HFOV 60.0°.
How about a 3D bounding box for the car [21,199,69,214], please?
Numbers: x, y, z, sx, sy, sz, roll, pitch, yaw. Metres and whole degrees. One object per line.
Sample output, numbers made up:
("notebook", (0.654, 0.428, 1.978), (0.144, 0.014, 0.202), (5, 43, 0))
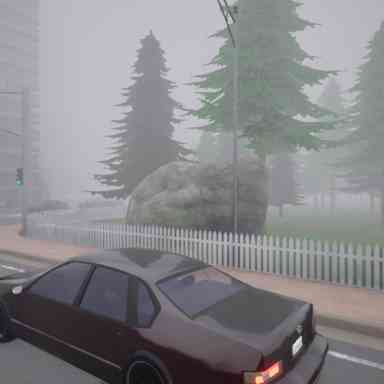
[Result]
("car", (-15.235, 1.489, 34.907), (2.033, 1.411, 5.357), (0, 0, 17))

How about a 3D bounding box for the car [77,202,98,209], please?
("car", (-13.573, 1.542, 44.400), (1.895, 1.301, 4.718), (0, 0, 3))

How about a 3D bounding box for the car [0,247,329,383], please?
("car", (-1.015, 1.547, 4.712), (5.357, 1.411, 2.033), (0, 0, 35))

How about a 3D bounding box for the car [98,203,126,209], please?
("car", (-9.984, 1.467, 42.715), (1.812, 1.442, 4.674), (0, 0, 6))
